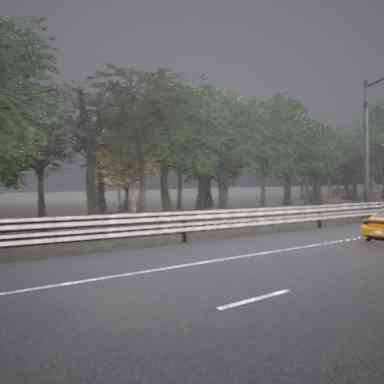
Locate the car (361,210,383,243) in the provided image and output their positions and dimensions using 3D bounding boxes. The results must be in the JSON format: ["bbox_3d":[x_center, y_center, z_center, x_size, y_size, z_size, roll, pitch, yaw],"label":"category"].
[{"bbox_3d":[9.553,1.456,14.867,5.008,1.535,1.882,0,0,-36],"label":"car"}]
